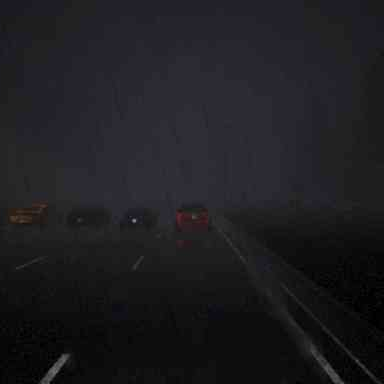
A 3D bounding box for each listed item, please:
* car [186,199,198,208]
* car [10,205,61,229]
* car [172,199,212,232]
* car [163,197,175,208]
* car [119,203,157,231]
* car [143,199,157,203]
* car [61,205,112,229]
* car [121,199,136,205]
[{"bbox_3d":[-0.017,1.849,55.768,1.994,1.385,4.181,0,0,0],"label":"car"},{"bbox_3d":[-10.406,1.593,22.831,1.882,1.535,5.008,0,0,0],"label":"car"},{"bbox_3d":[0.094,1.458,20.893,2.097,1.767,4.553,0,0,0],"label":"car"},{"bbox_3d":[-3.517,1.632,54.825,2.097,1.767,4.553,0,0,0],"label":"car"},{"bbox_3d":[-3.407,1.675,21.664,1.994,1.385,4.181,0,0,0],"label":"car"},{"bbox_3d":[-7.017,1.884,55.542,1.895,1.301,4.718,0,0,0],"label":"car"},{"bbox_3d":[-6.908,1.594,22.836,1.882,1.535,5.008,0,0,0],"label":"car"},{"bbox_3d":[-10.517,1.848,55.829,1.994,1.385,4.181,0,0,0],"label":"car"}]
